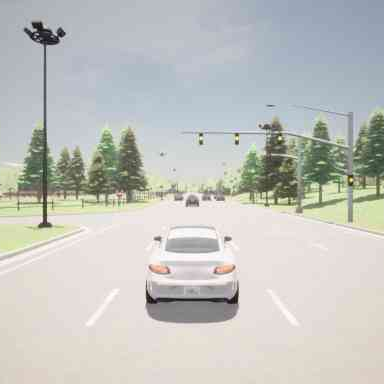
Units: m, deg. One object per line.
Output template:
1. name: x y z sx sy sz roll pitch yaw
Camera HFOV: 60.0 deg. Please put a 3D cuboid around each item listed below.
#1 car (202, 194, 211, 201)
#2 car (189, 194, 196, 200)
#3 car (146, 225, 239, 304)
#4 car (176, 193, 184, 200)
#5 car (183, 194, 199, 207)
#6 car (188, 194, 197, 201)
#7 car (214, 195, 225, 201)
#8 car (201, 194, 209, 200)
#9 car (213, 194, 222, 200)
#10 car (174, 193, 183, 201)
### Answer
1. car: 3.611 1.347 82.921 2.097 1.767 4.553 0 0 0
2. car: 0.125 1.332 92.959 1.837 1.490 4.892 0 0 0
3. car: 0.017 1.526 8.022 1.812 1.442 4.674 0 0 0
4. car: -3.375 1.187 92.933 2.097 1.767 4.553 0 0 0
5. car: 0.070 1.352 51.896 2.097 1.767 4.553 0 0 0
6. car: 0.111 1.347 82.925 2.097 1.767 4.553 0 0 0
7. car: 7.111 1.516 82.529 2.128 1.511 4.902 0 0 0
8. car: 3.625 1.371 92.954 2.033 1.411 5.357 0 0 0
9. car: 7.125 1.384 92.949 1.994 1.385 4.181 0 0 0
10. car: -3.389 1.543 82.927 1.994 1.385 4.181 0 0 0
